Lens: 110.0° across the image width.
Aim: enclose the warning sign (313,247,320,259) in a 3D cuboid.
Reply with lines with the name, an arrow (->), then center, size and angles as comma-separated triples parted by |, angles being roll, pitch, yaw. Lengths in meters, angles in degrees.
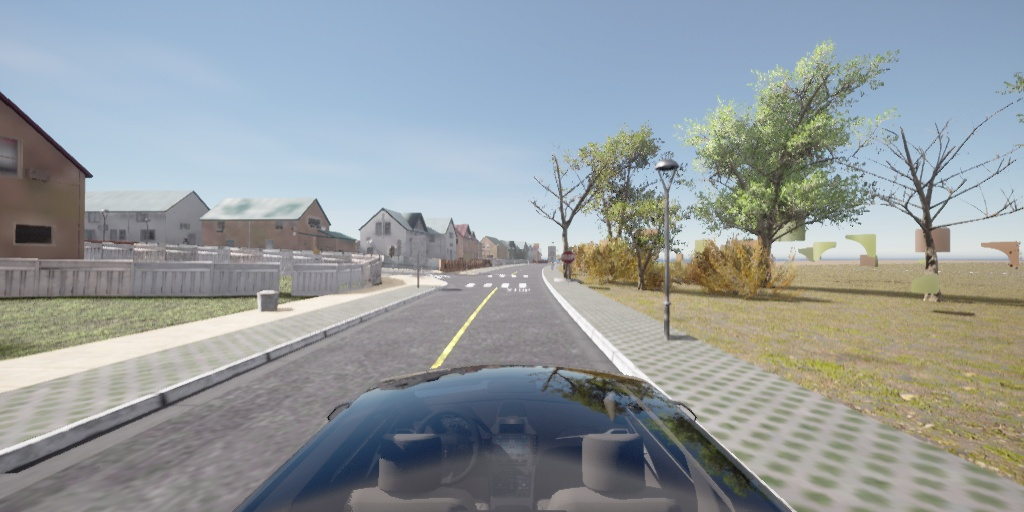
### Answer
warning sign -> -19.061, 0.039, 34.930 | 1.060, 1.860, 1.300 | 0, 0, 2
